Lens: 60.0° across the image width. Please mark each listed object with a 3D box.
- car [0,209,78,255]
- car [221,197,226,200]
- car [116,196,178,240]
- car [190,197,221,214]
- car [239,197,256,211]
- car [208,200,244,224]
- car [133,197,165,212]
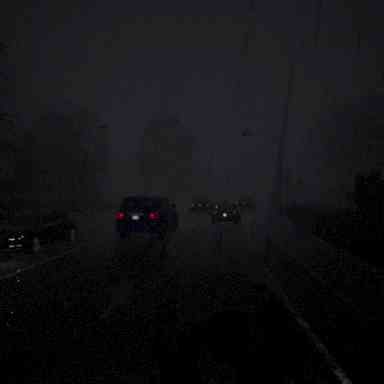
[{"bbox_3d":[-6.290,1.490,13.372,1.837,1.490,4.892,0,0,6],"label":"car"},{"bbox_3d":[4.564,1.561,56.727,1.812,1.442,4.674,0,0,22],"label":"car"},{"bbox_3d":[-2.150,1.217,17.346,2.150,2.045,5.566,0,0,7],"label":"car"},{"bbox_3d":[1.326,1.356,35.183,2.097,1.767,4.553,0,0,14],"label":"car"},{"bbox_3d":[6.822,1.375,41.693,2.097,1.767,4.553,0,0,17],"label":"car"},{"bbox_3d":[2.668,1.573,25.141,1.994,1.385,4.181,0,0,11],"label":"car"},{"bbox_3d":[-4.995,1.457,39.506,1.882,1.535,5.008,0,0,16],"label":"car"}]
